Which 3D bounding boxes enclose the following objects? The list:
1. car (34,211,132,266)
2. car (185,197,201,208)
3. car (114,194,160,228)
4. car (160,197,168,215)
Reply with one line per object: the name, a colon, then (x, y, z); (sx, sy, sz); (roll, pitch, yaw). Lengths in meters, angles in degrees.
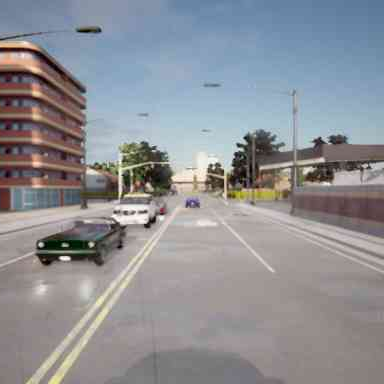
car: (-3.592, 1.573, 11.643); (1.895, 1.301, 4.718); (0, 0, 0)
car: (0.084, 1.337, 44.765); (1.812, 1.442, 4.674); (0, 0, 1)
car: (-3.579, 1.148, 21.664); (2.150, 2.045, 5.566); (0, 0, 0)
car: (-3.533, 1.232, 31.795); (2.097, 1.767, 4.553); (0, 0, 0)
